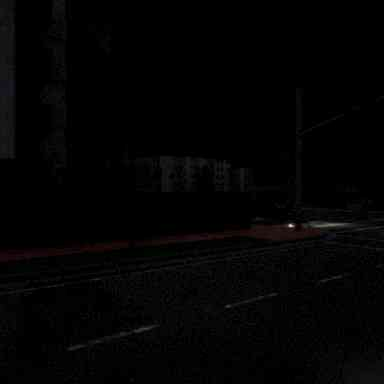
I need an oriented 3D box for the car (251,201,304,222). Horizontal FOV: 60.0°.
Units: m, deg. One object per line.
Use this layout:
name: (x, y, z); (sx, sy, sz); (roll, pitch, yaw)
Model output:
car: (6.413, 1.478, 26.374); (1.882, 1.535, 5.008); (0, 0, -38)
